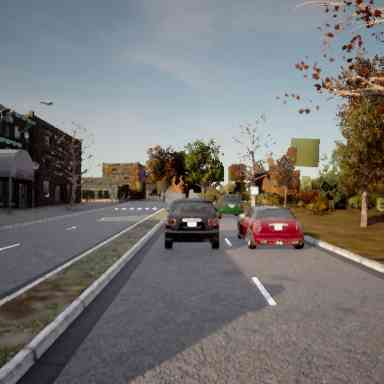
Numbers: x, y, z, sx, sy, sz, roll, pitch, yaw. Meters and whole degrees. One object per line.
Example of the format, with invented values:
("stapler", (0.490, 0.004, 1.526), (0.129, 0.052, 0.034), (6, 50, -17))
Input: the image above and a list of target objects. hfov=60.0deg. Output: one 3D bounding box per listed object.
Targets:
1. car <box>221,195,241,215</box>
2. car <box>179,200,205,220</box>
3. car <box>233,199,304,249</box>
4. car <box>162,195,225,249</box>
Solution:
("car", (3.250, 1.270, 29.696), (2.150, 2.045, 5.566), (0, 0, 0))
("car", (0.000, 1.507, 29.664), (2.128, 1.511, 4.902), (0, 0, 0))
("car", (3.250, 1.371, 14.627), (2.097, 1.767, 4.553), (0, 0, 0))
("car", (0.000, 1.262, 14.689), (2.150, 2.045, 5.566), (0, 0, 0))
